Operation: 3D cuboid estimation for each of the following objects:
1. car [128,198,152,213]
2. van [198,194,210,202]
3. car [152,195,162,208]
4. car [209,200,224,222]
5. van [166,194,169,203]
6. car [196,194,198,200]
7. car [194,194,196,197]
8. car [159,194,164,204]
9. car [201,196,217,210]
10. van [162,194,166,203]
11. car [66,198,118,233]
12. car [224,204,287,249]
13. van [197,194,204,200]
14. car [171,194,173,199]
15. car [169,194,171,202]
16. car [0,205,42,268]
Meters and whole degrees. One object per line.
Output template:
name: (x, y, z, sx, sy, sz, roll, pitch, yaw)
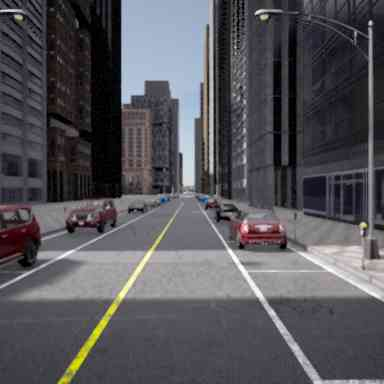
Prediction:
car: (-5.941, 1.583, 36.978, 1.947, 1.339, 4.313, 0, 0, 0)
van: (2.474, 1.339, 59.587, 1.690, 1.788, 3.998, 0, 0, 0)
car: (-5.995, 1.569, 48.260, 2.008, 1.369, 4.403, 0, 0, 0)
car: (2.639, 1.560, 25.743, 1.947, 1.339, 4.313, 0, 0, 0)
van: (-6.078, 1.361, 65.182, 1.690, 1.788, 3.998, 0, 0, 0)
car: (2.394, 1.581, 76.509, 1.802, 1.307, 4.206, 0, 0, 0)
car: (2.340, 1.565, 87.790, 1.947, 1.339, 4.313, 0, 0, 0)
car: (-6.022, 1.544, 53.730, 1.752, 1.417, 4.829, 0, 0, 0)
car: (2.557, 1.541, 42.665, 1.887, 1.381, 4.507, 0, 0, 0)
van: (-6.051, 1.361, 59.541, 1.690, 1.788, 3.998, 0, 0, 0)
car: (-5.861, 1.331, 20.056, 2.192, 1.841, 5.009, 0, 0, 0)
car: (2.692, 1.433, 14.462, 1.967, 1.590, 4.097, 0, 0, 0)
van: (2.311, 1.340, 93.430, 1.690, 1.788, 3.998, 0, 0, 0)
car: (-6.133, 1.336, 76.464, 2.192, 1.841, 5.009, 0, 0, 0)
car: (-6.105, 1.460, 70.822, 1.967, 1.590, 4.097, 0, 0, 0)
car: (-5.806, 1.330, 8.775, 2.192, 1.841, 5.009, 0, 0, 0)
